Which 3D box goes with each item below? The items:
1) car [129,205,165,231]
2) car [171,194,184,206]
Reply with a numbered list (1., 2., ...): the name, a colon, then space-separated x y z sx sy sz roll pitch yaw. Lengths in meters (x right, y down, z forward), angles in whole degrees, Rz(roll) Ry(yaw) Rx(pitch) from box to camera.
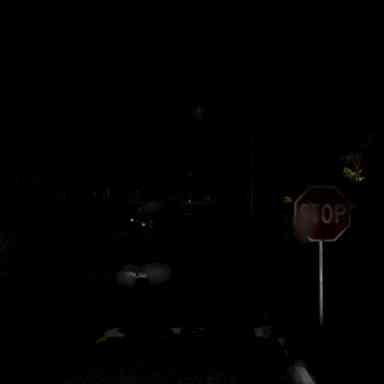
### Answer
1. car: -2.729 1.565 21.018 1.812 1.442 4.674 0 0 0
2. car: -2.691 1.388 61.056 2.150 2.045 5.566 0 0 0
